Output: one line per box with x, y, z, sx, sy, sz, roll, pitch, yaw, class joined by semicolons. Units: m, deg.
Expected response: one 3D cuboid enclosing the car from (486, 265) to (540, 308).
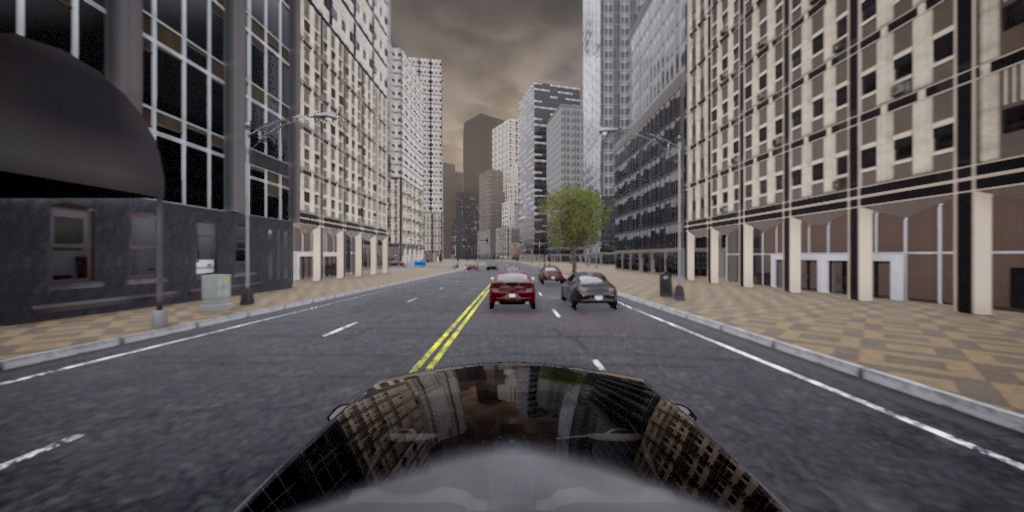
0.031;1.366;16.084;1.882;1.535;5.008;0;0;1;car

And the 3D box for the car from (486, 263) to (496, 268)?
-3.300;1.872;59.629;1.895;1.301;4.718;0;0;0;car

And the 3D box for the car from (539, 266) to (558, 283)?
3.283;1.551;30.746;1.812;1.442;4.674;0;0;0;car

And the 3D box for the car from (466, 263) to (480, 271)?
-6.540;1.879;60.482;1.895;1.301;4.718;0;0;1;car

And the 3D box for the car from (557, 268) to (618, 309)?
3.278;1.411;15.740;1.812;1.442;4.674;0;0;0;car
